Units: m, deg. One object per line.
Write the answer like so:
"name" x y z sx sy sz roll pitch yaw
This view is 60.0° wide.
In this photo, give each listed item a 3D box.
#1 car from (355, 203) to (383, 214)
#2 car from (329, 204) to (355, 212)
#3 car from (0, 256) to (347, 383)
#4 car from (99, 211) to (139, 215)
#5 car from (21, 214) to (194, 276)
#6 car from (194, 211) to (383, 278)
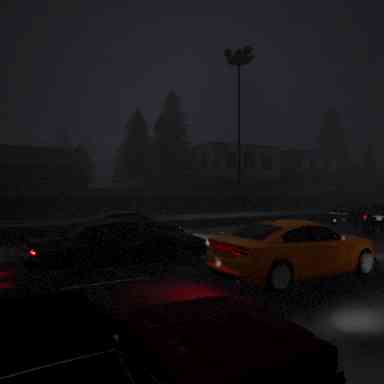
"car" 11.105 1.350 17.473 4.553 1.767 2.097 0 0 -29
"car" 10.746 1.491 21.277 4.902 1.511 2.128 0 0 -29
"car" -0.961 1.601 2.742 4.718 1.301 1.895 0 0 -29
"car" -2.579 1.526 13.865 4.674 1.442 1.812 1 0 -30
"car" -2.154 1.547 10.090 5.357 1.411 2.033 0 0 -29
"car" 2.760 1.477 8.821 5.008 1.535 1.882 0 0 -29
